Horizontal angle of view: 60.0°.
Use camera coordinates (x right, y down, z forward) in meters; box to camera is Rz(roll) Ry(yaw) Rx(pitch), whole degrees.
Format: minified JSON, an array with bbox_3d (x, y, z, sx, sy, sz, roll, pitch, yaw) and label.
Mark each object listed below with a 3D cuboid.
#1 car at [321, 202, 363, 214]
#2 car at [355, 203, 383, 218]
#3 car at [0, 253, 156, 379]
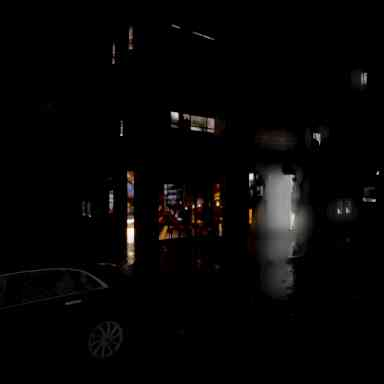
[{"bbox_3d":[17.800,1.843,39.700,1.802,1.307,4.206,-1,0,-35],"label":"car"},{"bbox_3d":[16.261,1.754,32.439,1.994,1.385,4.181,0,-1,-35],"label":"car"},{"bbox_3d":[-2.593,1.551,4.249,4.403,1.369,2.008,0,0,-35],"label":"car"}]
